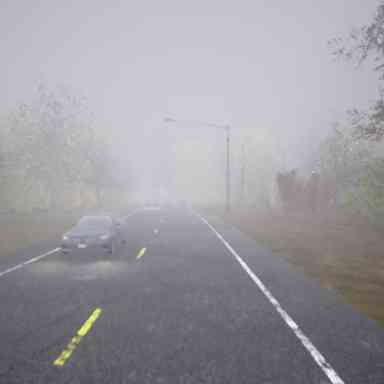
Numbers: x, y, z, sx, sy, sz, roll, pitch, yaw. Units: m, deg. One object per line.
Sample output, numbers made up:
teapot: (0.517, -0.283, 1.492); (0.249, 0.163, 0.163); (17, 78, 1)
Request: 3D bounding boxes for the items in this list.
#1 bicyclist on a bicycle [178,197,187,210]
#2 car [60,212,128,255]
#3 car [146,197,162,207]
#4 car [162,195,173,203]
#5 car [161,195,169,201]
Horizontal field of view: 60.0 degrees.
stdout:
bicyclist on a bicycle: (-1.087, 1.605, 45.873); (0.866, 1.612, 1.509); (0, -1, -5)
car: (-3.821, 1.593, 13.722); (1.812, 1.442, 4.674); (0, 0, -2)
car: (-6.536, 1.684, 55.182); (2.128, 1.511, 4.902); (0, 0, -6)
car: (-5.252, 1.744, 73.926); (2.128, 1.511, 4.902); (0, 0, -8)
car: (-6.927, 1.614, 85.219); (1.837, 1.490, 4.892); (0, 0, -9)
